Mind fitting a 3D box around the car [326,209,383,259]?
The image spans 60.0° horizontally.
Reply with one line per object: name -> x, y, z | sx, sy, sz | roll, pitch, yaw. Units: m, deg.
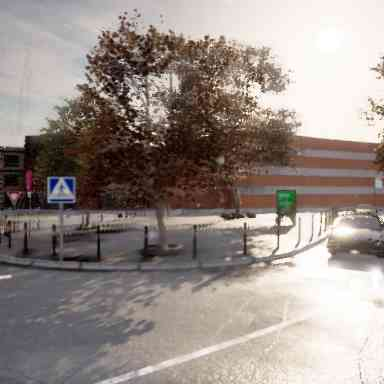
car -> 6.782, 1.623, 13.291 | 2.033, 1.411, 5.357 | -1, -1, 32

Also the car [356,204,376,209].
car -> 15.664, 1.802, 29.916 | 2.033, 1.411, 5.357 | -1, -1, 26
